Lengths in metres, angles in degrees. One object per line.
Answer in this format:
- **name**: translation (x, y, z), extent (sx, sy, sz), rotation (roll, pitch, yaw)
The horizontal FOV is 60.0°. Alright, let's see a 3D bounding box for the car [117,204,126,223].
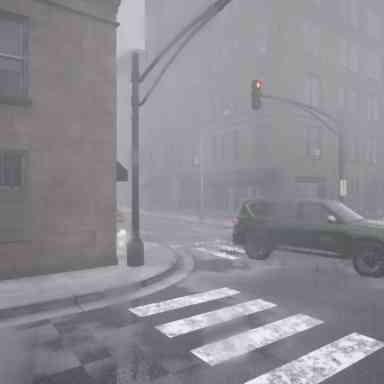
- **car**: translation (-6.341, 1.221, 23.125), extent (2.097, 1.767, 4.553), rotation (0, 0, -36)

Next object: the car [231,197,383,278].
- **car**: translation (3.890, 1.193, 10.485), extent (5.566, 2.045, 2.150), rotation (0, 1, 40)
